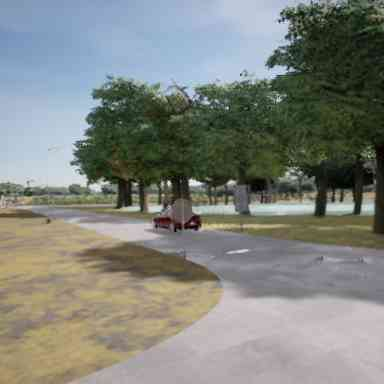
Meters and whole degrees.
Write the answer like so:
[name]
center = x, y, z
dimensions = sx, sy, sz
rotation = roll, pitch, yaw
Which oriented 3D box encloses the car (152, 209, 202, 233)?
[car]
center = -1.196, 1.892, 23.371
dimensions = 1.882, 1.535, 5.008
rotation = -2, 0, -30
